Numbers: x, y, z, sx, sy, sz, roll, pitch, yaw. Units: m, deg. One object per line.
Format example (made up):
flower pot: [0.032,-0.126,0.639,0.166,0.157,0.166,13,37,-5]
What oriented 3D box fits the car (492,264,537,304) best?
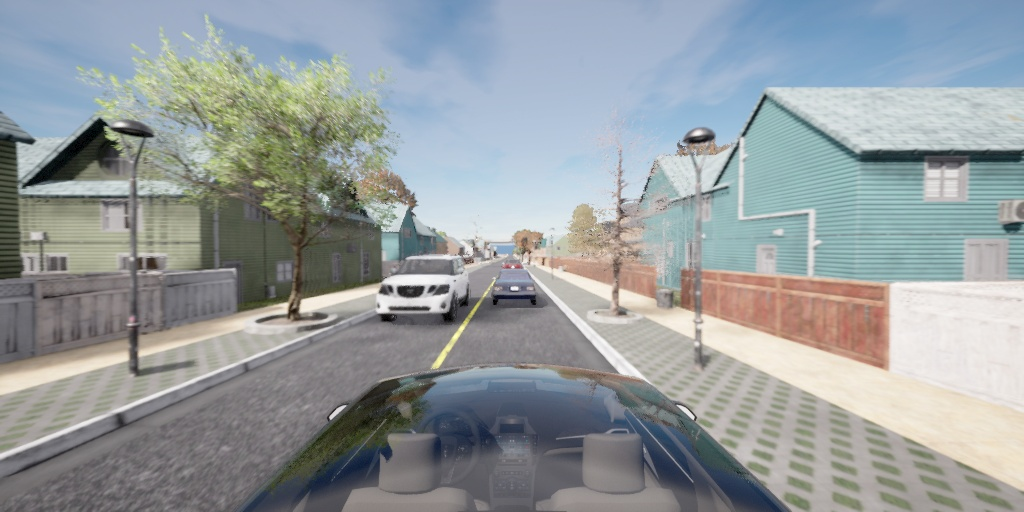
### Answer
car: [0.096,1.278,16.139,2.033,1.411,5.357,0,0,0]

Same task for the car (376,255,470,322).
car: [-2.780,0.960,12.533,2.150,2.045,5.566,0,0,0]

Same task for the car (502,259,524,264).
car: [0.091,1.060,35.949,2.097,1.767,4.553,0,0,0]
